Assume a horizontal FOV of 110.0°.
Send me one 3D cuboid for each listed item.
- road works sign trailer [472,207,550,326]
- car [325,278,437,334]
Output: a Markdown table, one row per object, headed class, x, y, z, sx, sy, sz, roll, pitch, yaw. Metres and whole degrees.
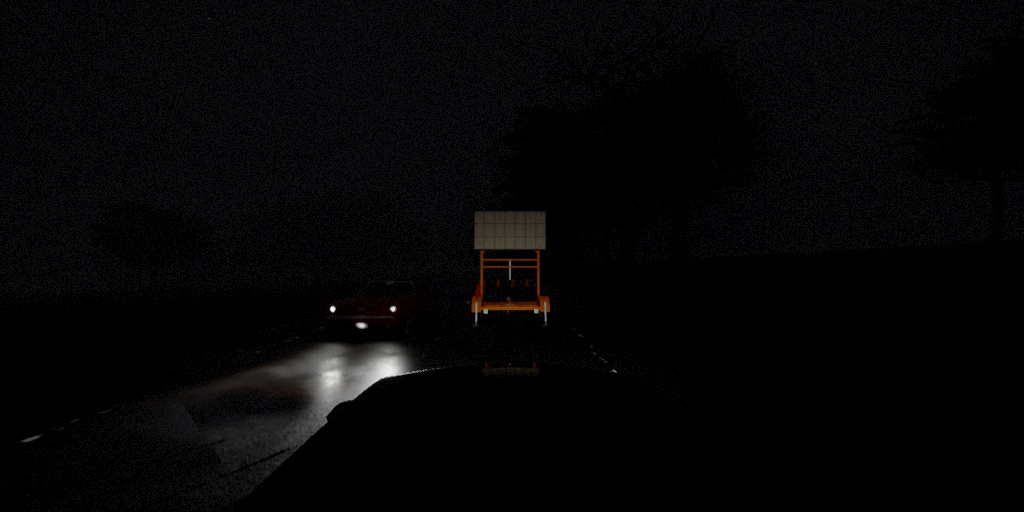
| class | x | y | z | sx | sy | sz | roll | pitch | yaw |
| --- | --- | --- | --- | --- | --- | --- | --- | --- | --- |
| road works sign trailer | -0.067 | 0.231 | 11.690 | 2.380 | 3.560 | 2.880 | 0 | 0 | -2 |
| car | -3.623 | 1.363 | 10.774 | 1.895 | 1.301 | 4.718 | 0 | 0 | -1 |
